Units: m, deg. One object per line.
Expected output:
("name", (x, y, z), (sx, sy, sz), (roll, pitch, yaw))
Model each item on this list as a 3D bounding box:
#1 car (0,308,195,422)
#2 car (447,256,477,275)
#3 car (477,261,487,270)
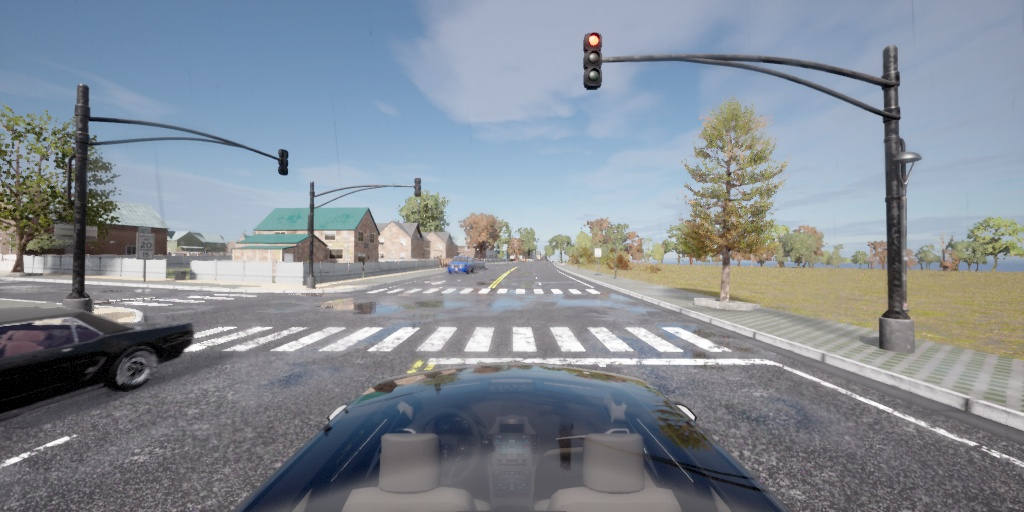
("car", (-6.485, 1.352, 3.996), (1.895, 1.301, 4.718), (0, 0, 0))
("car", (-5.599, 1.039, 39.751), (2.150, 2.045, 5.566), (0, 0, 2))
("car", (-4.885, 1.388, 53.453), (1.994, 1.385, 4.181), (0, 0, 3))
